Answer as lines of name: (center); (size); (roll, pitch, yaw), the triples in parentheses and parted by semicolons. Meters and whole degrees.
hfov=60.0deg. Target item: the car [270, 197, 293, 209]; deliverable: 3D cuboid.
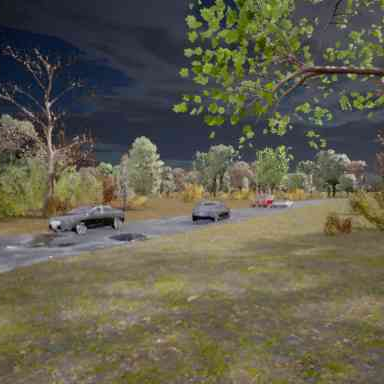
car: (13.262, 1.683, 48.073); (1.895, 1.301, 4.718); (0, 0, 29)

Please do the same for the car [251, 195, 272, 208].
car: (10.537, 1.416, 49.504); (2.150, 2.045, 5.566); (0, 0, 28)

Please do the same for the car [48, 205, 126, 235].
car: (-5.932, 1.520, 19.301); (2.128, 1.511, 4.902); (0, 0, 28)

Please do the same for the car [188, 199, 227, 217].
car: (1.634, 1.536, 33.263); (1.882, 1.535, 5.008); (0, 0, 28)

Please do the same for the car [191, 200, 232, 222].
car: (1.665, 1.605, 26.600); (1.994, 1.385, 4.181); (0, 0, 28)
